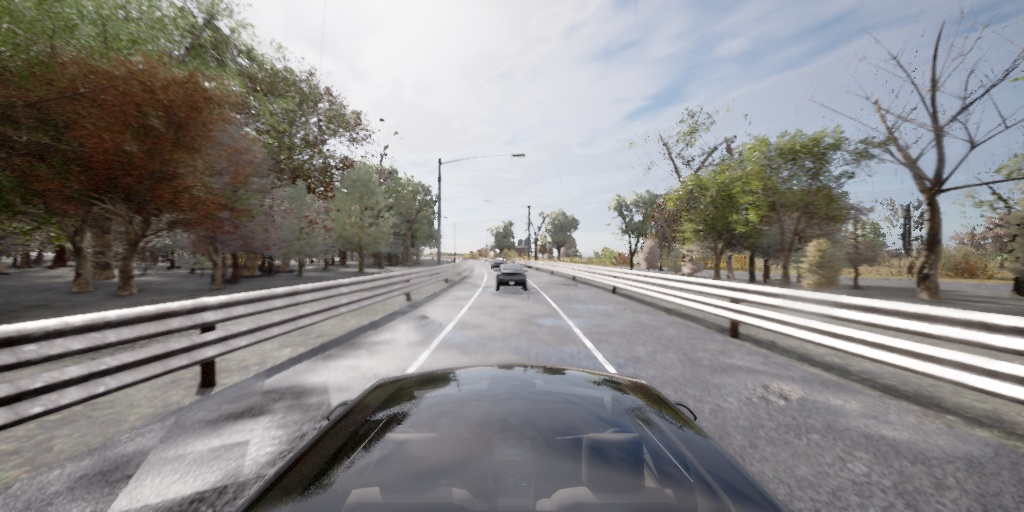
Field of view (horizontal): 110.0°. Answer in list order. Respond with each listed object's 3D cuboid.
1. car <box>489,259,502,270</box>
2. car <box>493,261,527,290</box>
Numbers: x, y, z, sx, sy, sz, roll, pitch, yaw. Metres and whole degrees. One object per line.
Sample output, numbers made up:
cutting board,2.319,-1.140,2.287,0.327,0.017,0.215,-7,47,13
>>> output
car,-2.130,1.232,51.748,1.837,1.490,4.892,1,0,-7
car,-0.085,1.261,22.575,1.837,1.490,4.892,1,0,-2
